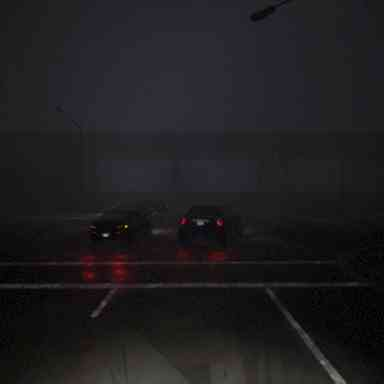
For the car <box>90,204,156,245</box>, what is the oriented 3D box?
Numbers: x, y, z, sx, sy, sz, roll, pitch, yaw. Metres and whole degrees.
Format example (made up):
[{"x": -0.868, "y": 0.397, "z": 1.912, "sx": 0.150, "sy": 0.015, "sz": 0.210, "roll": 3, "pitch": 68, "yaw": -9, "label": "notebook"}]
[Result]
[{"x": -3.200, "y": 1.512, "z": 15.504, "sx": 1.812, "sy": 1.442, "sz": 4.674, "roll": 0, "pitch": 0, "yaw": 5, "label": "car"}]

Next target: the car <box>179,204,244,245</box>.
[{"x": 1.053, "y": 1.338, "z": 15.889, "sx": 2.097, "sy": 1.767, "sz": 4.553, "roll": 0, "pitch": 0, "yaw": 19, "label": "car"}]

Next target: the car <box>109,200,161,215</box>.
[{"x": -5.463, "y": 1.499, "z": 32.345, "sx": 4.674, "sy": 1.442, "sz": 1.812, "roll": 0, "pitch": 0, "yaw": 0, "label": "car"}]

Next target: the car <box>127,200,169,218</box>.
[{"x": -4.433, "y": 1.468, "z": 28.851, "sx": 4.902, "sy": 1.511, "sz": 2.128, "roll": 0, "pitch": 0, "yaw": 0, "label": "car"}]
